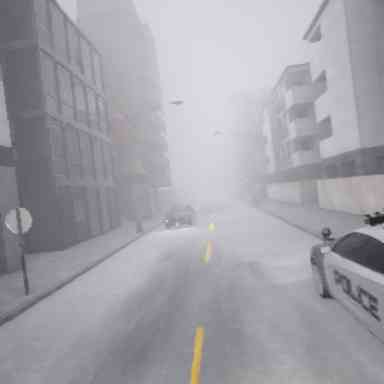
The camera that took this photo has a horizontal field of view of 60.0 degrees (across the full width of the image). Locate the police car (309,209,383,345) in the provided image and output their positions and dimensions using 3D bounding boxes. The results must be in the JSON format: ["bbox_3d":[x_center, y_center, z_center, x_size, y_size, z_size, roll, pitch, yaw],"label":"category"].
[{"bbox_3d":[3.036,1.010,4.626,1.930,1.638,5.238,-10,0,4],"label":"police car"}]

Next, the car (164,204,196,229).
[{"bbox_3d":[-0.758,1.612,23.548,2.033,1.411,5.357,-7,0,4],"label":"car"}]
